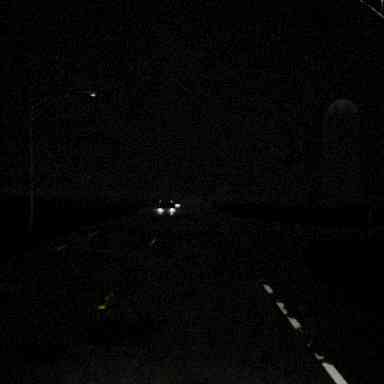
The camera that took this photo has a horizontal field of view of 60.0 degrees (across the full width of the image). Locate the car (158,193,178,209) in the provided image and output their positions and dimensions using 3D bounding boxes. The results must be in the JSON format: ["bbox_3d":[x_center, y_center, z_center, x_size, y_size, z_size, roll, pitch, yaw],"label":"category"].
[{"bbox_3d":[-3.527,1.375,46.743,2.097,1.767,4.553,0,0,0],"label":"car"}]

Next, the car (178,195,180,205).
[{"bbox_3d":[-3.455,1.300,63.013,2.150,2.045,5.566,0,0,0],"label":"car"}]
